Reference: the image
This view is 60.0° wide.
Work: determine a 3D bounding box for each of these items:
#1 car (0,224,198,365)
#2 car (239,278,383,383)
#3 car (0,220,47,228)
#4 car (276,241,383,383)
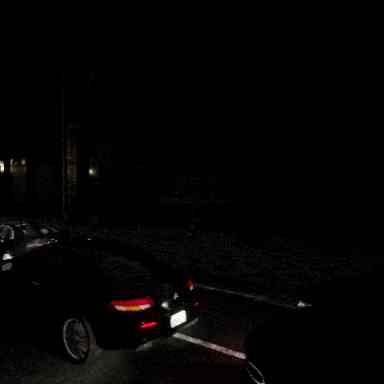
[{"bbox_3d":[-2.058,1.545,5.834,4.674,1.442,1.812,0,0,36],"label":"car"},{"bbox_3d":[2.729,1.489,2.207,5.008,1.535,1.882,0,0,36],"label":"car"},{"bbox_3d":[-5.624,1.582,10.577,4.403,1.369,2.008,0,-1,36],"label":"car"},{"bbox_3d":[3.517,1.569,4.021,4.403,1.369,2.008,0,-1,36],"label":"car"}]
